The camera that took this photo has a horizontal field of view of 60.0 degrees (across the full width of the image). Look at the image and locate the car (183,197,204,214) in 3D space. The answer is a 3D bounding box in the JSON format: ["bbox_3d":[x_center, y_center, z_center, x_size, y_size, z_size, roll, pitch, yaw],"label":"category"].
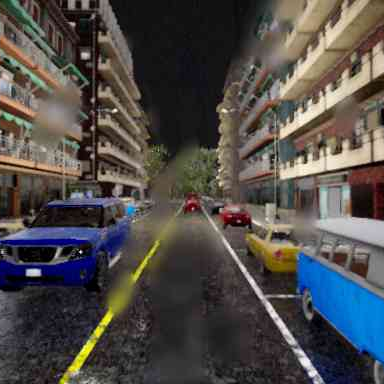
[{"bbox_3d":[0.103,1.532,35.985,1.812,1.442,4.674,0,0,0],"label":"car"}]

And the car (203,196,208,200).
[{"bbox_3d":[2.672,1.560,49.127,2.008,1.369,4.403,1,0,0],"label":"car"}]

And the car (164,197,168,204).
[{"bbox_3d":[-5.763,1.595,66.284,1.802,1.307,4.206,1,0,0],"label":"car"}]

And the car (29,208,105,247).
[{"bbox_3d":[-5.679,1.569,15.741,1.947,1.339,4.313,1,0,0],"label":"car"}]

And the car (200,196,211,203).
[{"bbox_3d":[2.844,1.564,71.412,2.008,1.369,4.403,1,0,0],"label":"car"}]

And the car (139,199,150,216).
[{"bbox_3d":[-5.677,1.557,32.454,2.008,1.369,4.403,1,0,0],"label":"car"}]

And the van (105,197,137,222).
[{"bbox_3d":[-5.675,1.346,26.884,1.690,1.788,3.998,1,0,0],"label":"van"}]

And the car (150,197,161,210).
[{"bbox_3d":[-5.676,1.559,43.597,2.008,1.369,4.403,1,0,0],"label":"car"}]

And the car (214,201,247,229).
[{"bbox_3d":[2.681,1.548,21.272,1.887,1.381,4.507,1,0,0],"label":"car"}]

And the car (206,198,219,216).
[{"bbox_3d":[2.670,1.572,32.414,1.947,1.339,4.313,1,0,0],"label":"car"}]

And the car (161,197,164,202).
[{"bbox_3d":[-5.676,1.591,49.168,1.802,1.307,4.206,1,0,0],"label":"car"}]

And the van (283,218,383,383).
[{"bbox_3d":[2.707,1.342,4.559,1.690,1.788,3.998,1,0,0],"label":"van"}]

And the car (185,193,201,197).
[{"bbox_3d":[0.106,1.231,49.899,2.150,2.045,5.566,0,0,0],"label":"car"}]

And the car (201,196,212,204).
[{"bbox_3d":[2.843,1.563,65.841,2.008,1.369,4.403,1,0,0],"label":"car"}]

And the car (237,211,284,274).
[{"bbox_3d":[2.709,1.527,10.300,1.752,1.417,4.829,1,0,0],"label":"car"}]

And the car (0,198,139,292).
[{"bbox_3d":[-3.093,1.223,9.261,2.150,2.045,5.566,0,0,0],"label":"car"}]

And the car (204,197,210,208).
[{"bbox_3d":[2.670,1.589,37.986,1.802,1.307,4.206,1,0,0],"label":"car"}]
